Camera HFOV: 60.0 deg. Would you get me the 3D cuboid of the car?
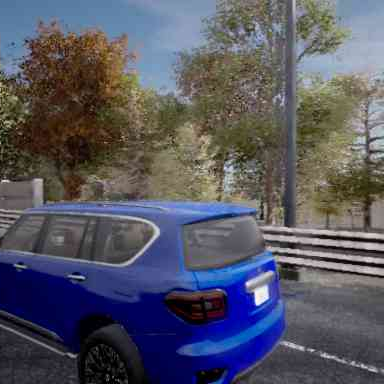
[{"bbox_3d":[-1.460,1.147,4.957,5.566,2.045,2.150,0,0,36],"label":"car"}]
